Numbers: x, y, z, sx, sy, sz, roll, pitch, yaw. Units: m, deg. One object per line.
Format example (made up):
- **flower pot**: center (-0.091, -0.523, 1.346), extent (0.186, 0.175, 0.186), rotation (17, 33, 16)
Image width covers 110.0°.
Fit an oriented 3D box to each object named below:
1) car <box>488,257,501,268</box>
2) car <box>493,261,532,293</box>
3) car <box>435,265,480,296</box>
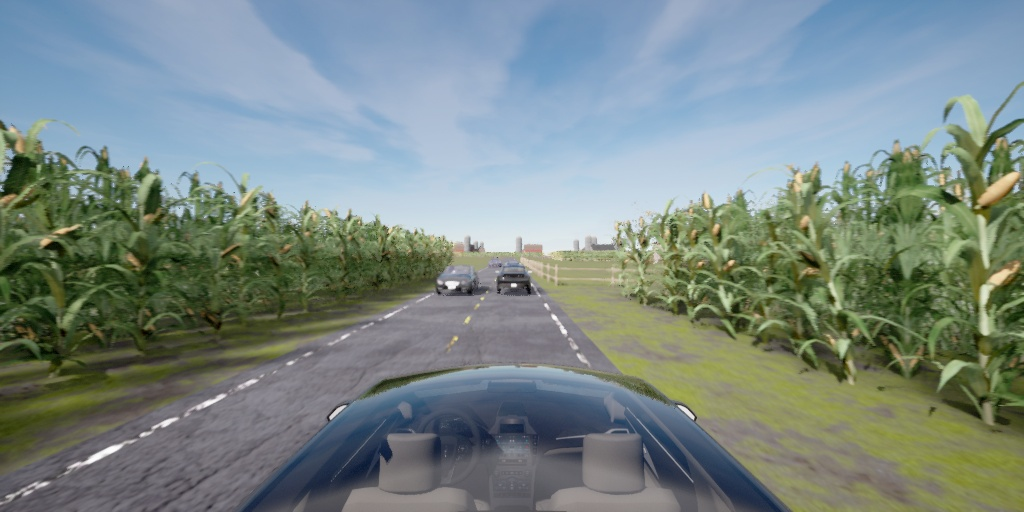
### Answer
- **car**: center (-2.807, 1.036, 59.898), extent (2.097, 1.767, 4.553), rotation (0, 0, 1)
- **car**: center (0.095, 1.245, 20.604), extent (1.837, 1.490, 4.892), rotation (0, 0, 0)
- **car**: center (-2.853, 1.234, 19.520), extent (2.128, 1.511, 4.902), rotation (0, 0, 0)
